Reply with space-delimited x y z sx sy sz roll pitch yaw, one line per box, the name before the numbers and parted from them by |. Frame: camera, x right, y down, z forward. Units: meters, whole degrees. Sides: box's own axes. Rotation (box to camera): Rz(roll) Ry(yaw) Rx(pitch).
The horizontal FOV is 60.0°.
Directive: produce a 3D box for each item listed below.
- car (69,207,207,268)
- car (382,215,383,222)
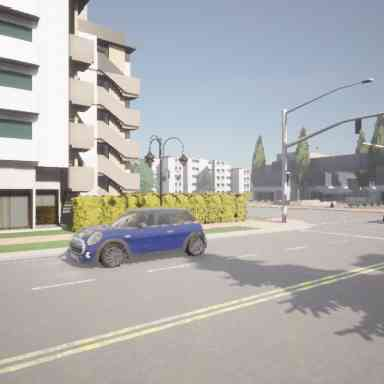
car | -1.741 1.352 11.352 4.553 1.767 2.097 0 0 -35
car | 15.284 1.564 23.508 4.181 1.385 1.994 0 0 -36
